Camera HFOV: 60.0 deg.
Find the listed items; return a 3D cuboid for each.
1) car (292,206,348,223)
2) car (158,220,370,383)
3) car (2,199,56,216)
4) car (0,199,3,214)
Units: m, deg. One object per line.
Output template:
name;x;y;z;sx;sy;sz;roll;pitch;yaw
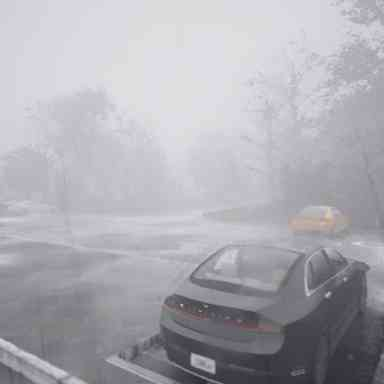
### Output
car;6.861;1.477;17.613;2.097;1.535;5.008;0;0;36
car;1.511;1.477;5.361;2.231;1.521;4.892;0;0;36
car;-16.319;1.604;34.167;2.002;1.452;4.674;0;0;36
car;-18.877;1.574;36.004;2.097;1.535;5.008;0;0;36
